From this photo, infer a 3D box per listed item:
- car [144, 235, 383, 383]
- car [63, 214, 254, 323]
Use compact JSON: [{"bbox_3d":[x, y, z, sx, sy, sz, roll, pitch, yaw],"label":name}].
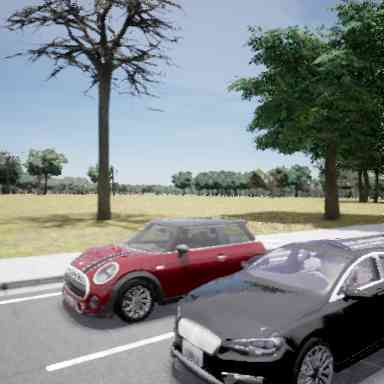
[{"bbox_3d":[2.001,1.549,5.108,4.902,1.511,2.128,1,0,-35],"label":"car"},{"bbox_3d":[-0.390,1.402,7.394,4.553,1.767,2.097,1,0,-35],"label":"car"}]
